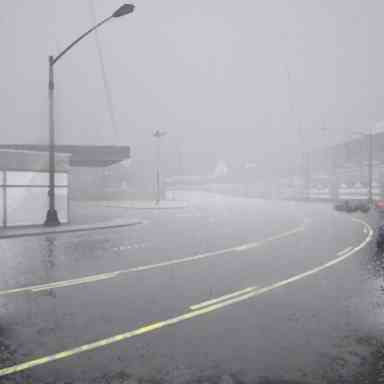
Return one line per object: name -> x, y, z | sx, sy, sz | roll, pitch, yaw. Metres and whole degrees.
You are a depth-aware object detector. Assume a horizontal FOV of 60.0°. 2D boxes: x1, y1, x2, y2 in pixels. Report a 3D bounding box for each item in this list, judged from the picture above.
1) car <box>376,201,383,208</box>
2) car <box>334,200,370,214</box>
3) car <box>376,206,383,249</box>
car -> 18.751, 1.199, 30.572 | 2.097, 1.767, 4.553 | 0, 0, 9
car -> 15.647, 1.459, 32.893 | 1.895, 1.301, 4.718 | 0, 0, 6
car -> 8.677, 1.457, 13.440 | 1.812, 1.442, 4.674 | 0, 0, 36
